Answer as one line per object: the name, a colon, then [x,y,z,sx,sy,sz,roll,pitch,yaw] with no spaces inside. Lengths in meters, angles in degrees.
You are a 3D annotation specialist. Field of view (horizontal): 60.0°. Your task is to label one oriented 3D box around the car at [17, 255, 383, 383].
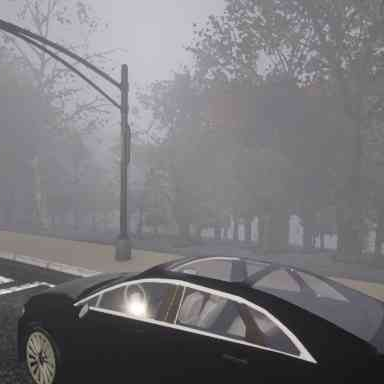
car: [0.017,1.491,3.688,4.902,1.511,2.128,0,0,34]
